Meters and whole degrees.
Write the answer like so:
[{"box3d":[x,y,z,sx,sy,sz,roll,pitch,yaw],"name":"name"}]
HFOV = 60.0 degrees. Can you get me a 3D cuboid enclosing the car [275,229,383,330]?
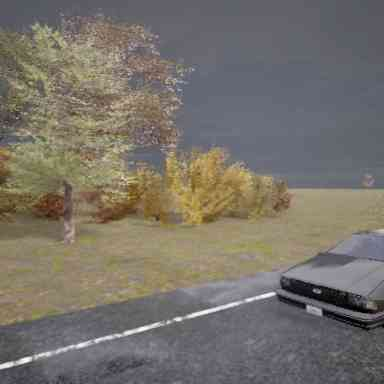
[{"box3d":[4.154,1.528,6.955,5.357,1.411,2.033,0,0,-36],"name":"car"}]
